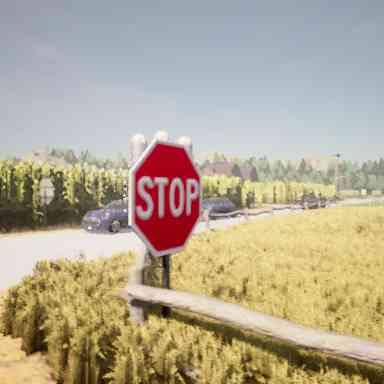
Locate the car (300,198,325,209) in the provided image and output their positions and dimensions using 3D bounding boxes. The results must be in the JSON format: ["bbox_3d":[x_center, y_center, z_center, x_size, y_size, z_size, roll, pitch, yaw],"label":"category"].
[{"bbox_3d":[14.028,1.410,38.499,2.128,1.511,4.902,1,0,35],"label":"car"}]

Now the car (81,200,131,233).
[{"bbox_3d":[-3.945,1.246,18.861,2.097,1.767,4.553,1,0,35],"label":"car"}]

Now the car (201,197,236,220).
[{"bbox_3d":[1.695,1.246,26.796,2.097,1.767,4.553,1,0,36],"label":"car"}]
